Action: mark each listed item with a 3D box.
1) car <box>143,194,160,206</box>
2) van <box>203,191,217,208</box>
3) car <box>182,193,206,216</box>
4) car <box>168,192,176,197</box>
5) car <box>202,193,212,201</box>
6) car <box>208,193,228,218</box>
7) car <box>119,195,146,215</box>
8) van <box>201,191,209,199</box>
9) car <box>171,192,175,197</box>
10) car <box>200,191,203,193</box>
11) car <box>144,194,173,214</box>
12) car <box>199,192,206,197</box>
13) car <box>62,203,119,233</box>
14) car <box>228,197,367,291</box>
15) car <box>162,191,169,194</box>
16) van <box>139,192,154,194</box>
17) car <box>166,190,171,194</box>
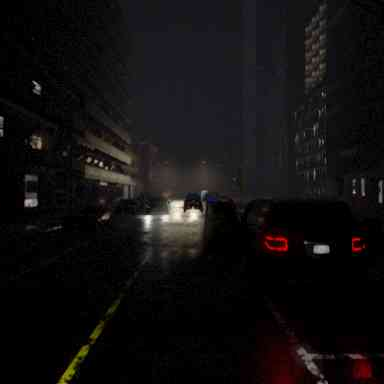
[{"bbox_3d":[-5.574,1.067,45.991,1.752,1.417,4.829,1,1,0],"label":"car"},{"bbox_3d":[2.809,0.882,46.140,1.690,1.788,3.998,1,1,0],"label":"van"},{"bbox_3d":[0.122,1.176,32.941,1.837,1.490,4.892,0,1,1],"label":"car"},{"bbox_3d":[-5.474,0.652,90.716,1.887,1.381,4.507,1,1,0],"label":"car"},{"bbox_3d":[2.844,0.900,63.018,1.752,1.417,4.829,1,1,0],"label":"car"},{"bbox_3d":[2.770,1.145,29.432,1.967,1.590,4.097,1,1,0],"label":"car"},{"bbox_3d":[-5.612,1.271,29.453,1.947,1.339,4.313,1,1,0],"label":"car"},{"bbox_3d":[2.872,0.609,73.987,1.690,1.788,3.998,1,1,0],"label":"van"},{"bbox_3d":[-5.508,0.583,74.006,2.192,1.841,5.009,1,1,0],"label":"car"},{"bbox_3d":[0.162,0.886,46.949,2.097,1.767,4.553,0,1,1],"label":"car"},{"bbox_3d":[-3.026,1.199,30.551,1.837,1.490,4.892,0,1,0],"label":"car"},{"bbox_3d":[2.907,0.631,90.866,1.752,1.417,4.829,1,1,0],"label":"car"},{"bbox_3d":[-5.638,1.360,18.314,1.887,1.381,4.507,1,1,0],"label":"car"},{"bbox_3d":[2.414,1.131,8.867,2.150,2.045,5.566,0,1,0],"label":"car"},{"bbox_3d":[-5.549,0.982,57.299,2.008,1.369,4.403,1,1,0],"label":"car"},{"bbox_3d":[-5.584,0.936,40.590,1.690,1.788,3.998,1,1,0],"label":"van"},{"bbox_3d":[-5.537,0.903,62.700,1.752,1.417,4.829,1,1,0],"label":"car"}]
